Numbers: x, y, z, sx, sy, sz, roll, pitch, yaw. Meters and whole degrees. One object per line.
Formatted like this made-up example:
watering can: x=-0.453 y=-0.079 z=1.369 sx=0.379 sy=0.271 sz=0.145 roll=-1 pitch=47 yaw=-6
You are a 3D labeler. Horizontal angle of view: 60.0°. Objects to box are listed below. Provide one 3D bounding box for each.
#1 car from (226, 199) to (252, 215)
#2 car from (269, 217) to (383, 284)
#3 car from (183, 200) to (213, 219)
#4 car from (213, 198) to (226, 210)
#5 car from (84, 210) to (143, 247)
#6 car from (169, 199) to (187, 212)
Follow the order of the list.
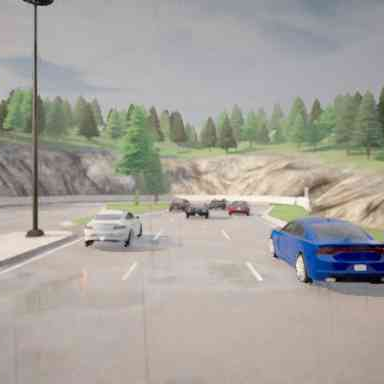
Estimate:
car: x=4.837 y=1.522 z=33.014 sx=1.994 sy=1.385 sz=4.181 roll=0 pitch=0 yaw=13
car: x=3.600 y=1.465 z=9.587 sx=1.882 sy=1.535 sz=5.008 roll=0 pitch=0 yaw=0
car: x=0.602 y=1.564 z=28.992 sx=1.895 sy=1.301 sz=4.718 roll=0 pitch=0 yaw=5
car: x=3.529 y=1.440 z=41.417 sx=2.128 sy=1.511 sz=4.902 roll=0 pitch=0 yaw=16
car: x=-3.397 y=1.507 z=14.897 sx=1.812 sy=1.442 sz=4.674 roll=0 pitch=0 yaw=0
car: x=-1.168 y=1.478 z=37.677 sx=1.812 sy=1.442 sz=4.674 roll=0 pitch=0 yaw=15
